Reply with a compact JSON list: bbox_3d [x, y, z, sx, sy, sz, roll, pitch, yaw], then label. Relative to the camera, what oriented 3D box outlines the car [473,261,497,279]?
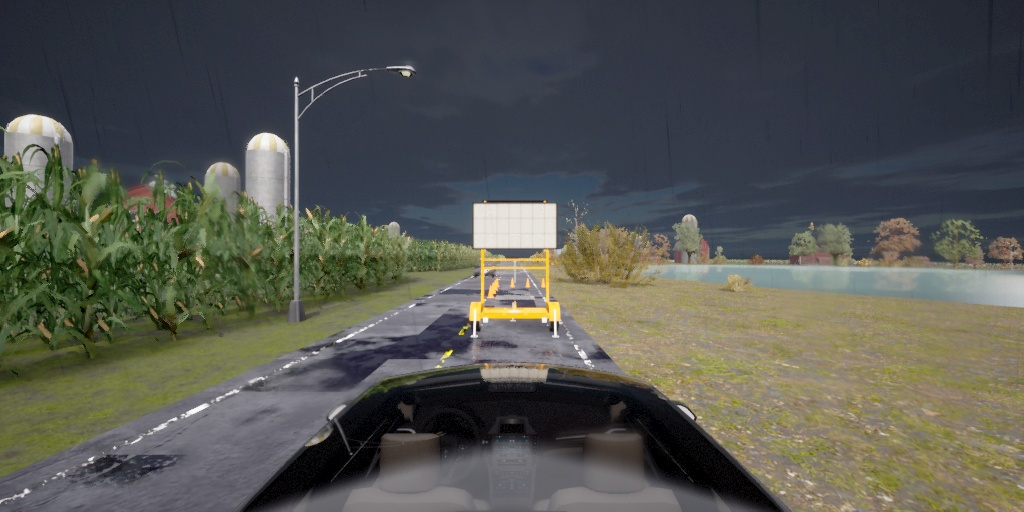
[{"bbox_3d":[-2.463,1.271,33.537,2.128,1.511,4.902,0,0,0],"label":"car"}]

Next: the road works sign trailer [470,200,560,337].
[{"bbox_3d":[0.084,0.217,10.232,2.380,3.560,2.880,0,0,1],"label":"road works sign trailer"}]
